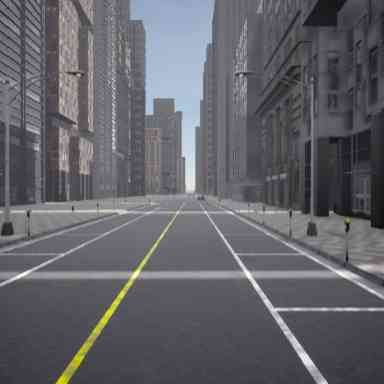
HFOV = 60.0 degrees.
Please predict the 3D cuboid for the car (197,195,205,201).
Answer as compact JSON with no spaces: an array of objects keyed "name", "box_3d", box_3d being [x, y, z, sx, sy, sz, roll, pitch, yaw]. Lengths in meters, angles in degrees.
[{"name":"car","box_3d":[2.351,1.557,85.559,1.812,1.442,4.674,0,0,0]}]
